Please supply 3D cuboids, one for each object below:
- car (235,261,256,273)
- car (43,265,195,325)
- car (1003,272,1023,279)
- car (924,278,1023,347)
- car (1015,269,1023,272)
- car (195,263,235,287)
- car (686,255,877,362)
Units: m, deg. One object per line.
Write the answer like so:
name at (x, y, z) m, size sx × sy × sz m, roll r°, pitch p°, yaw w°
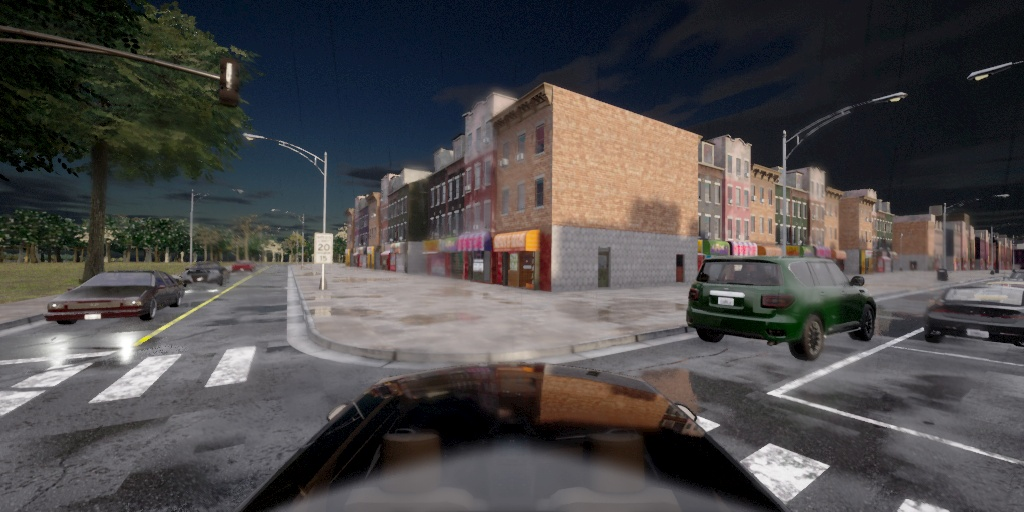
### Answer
car at (-30.143, 1.200, 40.434) m, size 1.895 × 1.301 × 4.718 m, roll 1°, pitch -1°, yaw -32°
car at (-12.167, 1.157, 11.470) m, size 2.033 × 1.411 × 5.357 m, roll 1°, pitch 0°, yaw -32°
car at (16.249, 1.392, 11.593) m, size 4.829 × 1.417 × 1.751 m, roll 0°, pitch 0°, yaw -32°
car at (11.313, 1.365, 8.464) m, size 4.403 × 1.370 × 2.007 m, roll 0°, pitch 0°, yaw -32°
car at (25.690, 1.417, 17.577) m, size 4.097 × 1.591 × 1.967 m, roll 0°, pitch 0°, yaw -32°
car at (-18.831, 1.144, 22.144) m, size 1.994 × 1.385 × 4.181 m, roll 1°, pitch -1°, yaw -32°
car at (6.510, 1.017, 8.551) m, size 5.566 × 2.045 × 2.150 m, roll 1°, pitch -1°, yaw -32°
